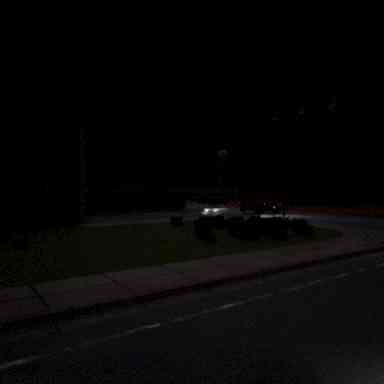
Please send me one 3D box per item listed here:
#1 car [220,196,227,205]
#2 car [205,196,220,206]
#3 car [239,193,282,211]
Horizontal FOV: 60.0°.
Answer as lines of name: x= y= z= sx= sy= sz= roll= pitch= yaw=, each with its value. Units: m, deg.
car: x=4.421 y=1.445 z=55.160 sx=1.837 sy=1.490 sz=4.892 roll=0 pitch=0 yaw=-9
car: x=2.138 y=1.246 z=48.527 sx=1.895 sy=1.301 sz=4.718 roll=0 pitch=0 yaw=-13
car: x=6.706 y=1.089 z=33.351 sx=2.150 sy=2.045 sz=5.566 roll=0 pitch=0 yaw=-19
